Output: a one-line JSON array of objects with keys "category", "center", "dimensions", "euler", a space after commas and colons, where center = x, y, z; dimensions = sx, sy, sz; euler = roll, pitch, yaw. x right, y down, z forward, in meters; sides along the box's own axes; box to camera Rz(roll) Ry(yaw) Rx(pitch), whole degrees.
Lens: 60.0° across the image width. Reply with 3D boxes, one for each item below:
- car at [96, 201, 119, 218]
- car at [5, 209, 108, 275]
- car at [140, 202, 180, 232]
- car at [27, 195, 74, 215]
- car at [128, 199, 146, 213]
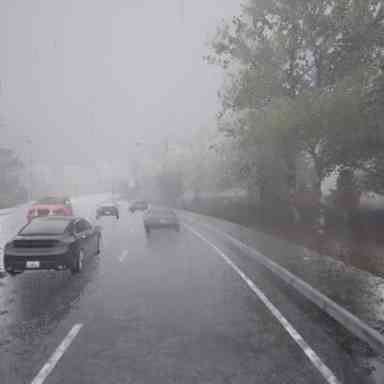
[{"category": "car", "center": [-7.456, 1.530, 29.458], "dimensions": [1.812, 1.442, 4.674], "euler": [0, 0, -14]}, {"category": "car", "center": [-4.092, 1.512, 10.517], "dimensions": [1.837, 1.490, 4.892], "euler": [0, 0, -5]}, {"category": "car", "center": [-1.932, 1.561, 20.270], "dimensions": [1.994, 1.385, 4.181], "euler": [0, 0, -10]}, {"category": "car", "center": [-9.610, 1.236, 23.016], "dimensions": [2.150, 2.045, 5.566], "euler": [0, 0, -11]}, {"category": "car", "center": [-6.169, 1.490, 37.823], "dimensions": [2.128, 1.511, 4.902], "euler": [0, 0, -16]}]
